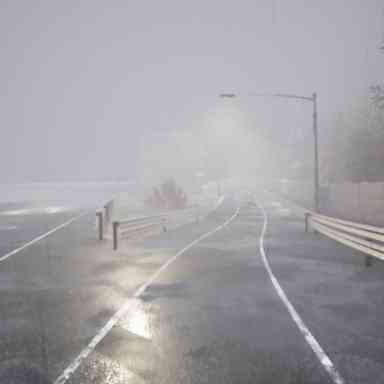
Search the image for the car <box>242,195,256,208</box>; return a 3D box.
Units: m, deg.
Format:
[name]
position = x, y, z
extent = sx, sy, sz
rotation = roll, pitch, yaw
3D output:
[car]
position = 9.205, 1.716, 53.211
extent = 1.895, 1.301, 4.718
rotation = -1, 2, 8
